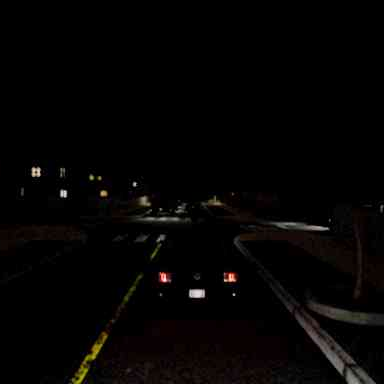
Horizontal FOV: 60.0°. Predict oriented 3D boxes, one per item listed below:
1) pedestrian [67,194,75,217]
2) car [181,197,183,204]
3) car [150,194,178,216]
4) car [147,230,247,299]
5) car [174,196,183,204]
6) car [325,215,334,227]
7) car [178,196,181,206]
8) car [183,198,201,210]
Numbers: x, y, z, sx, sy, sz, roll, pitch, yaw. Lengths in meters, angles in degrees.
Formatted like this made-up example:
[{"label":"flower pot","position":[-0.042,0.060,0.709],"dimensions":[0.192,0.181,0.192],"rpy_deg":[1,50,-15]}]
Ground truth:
[{"label":"pedestrian","position":[-9.630,1.029,26.420],"dimensions":[0.375,1.860,0.375],"rpy_deg":[0,-2,0]},{"label":"car","position":[-2.828,1.418,54.017],"dimensions":[2.097,1.767,4.553],"rpy_deg":[0,0,0]},{"label":"car","position":[-2.852,1.242,32.999],"dimensions":[2.150,2.045,5.566],"rpy_deg":[0,0,0]},{"label":"car","position":[0.099,1.600,8.390],"dimensions":[1.895,1.301,4.718],"rpy_deg":[0,0,0]},{"label":"car","position":[-2.757,1.657,69.169],"dimensions":[1.812,1.442,4.674],"rpy_deg":[0,0,0]},{"label":"car","position":[11.714,1.885,23.505],"dimensions":[4.181,1.385,1.994],"rpy_deg":[1,-1,-1]},{"label":"car","position":[-2.845,1.544,44.108],"dimensions":[1.837,1.490,4.892],"rpy_deg":[0,0,0]},{"label":"car","position":[0.097,1.542,43.163],"dimensions":[1.837,1.490,4.892],"rpy_deg":[0,0,0]}]
